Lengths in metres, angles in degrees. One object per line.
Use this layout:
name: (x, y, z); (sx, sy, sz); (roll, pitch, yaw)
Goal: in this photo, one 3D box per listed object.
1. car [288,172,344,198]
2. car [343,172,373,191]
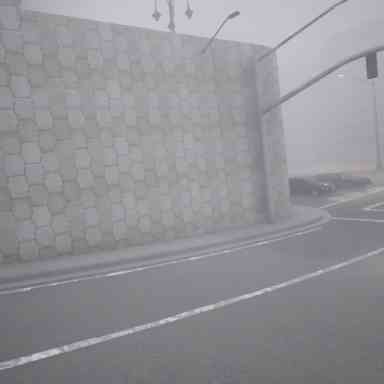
car: (8.692, -0.444, 25.653); (1.837, 1.490, 4.892); (-10, 7, -35)
car: (11.761, -0.915, 27.376); (2.033, 1.411, 5.357); (-10, 6, -35)
